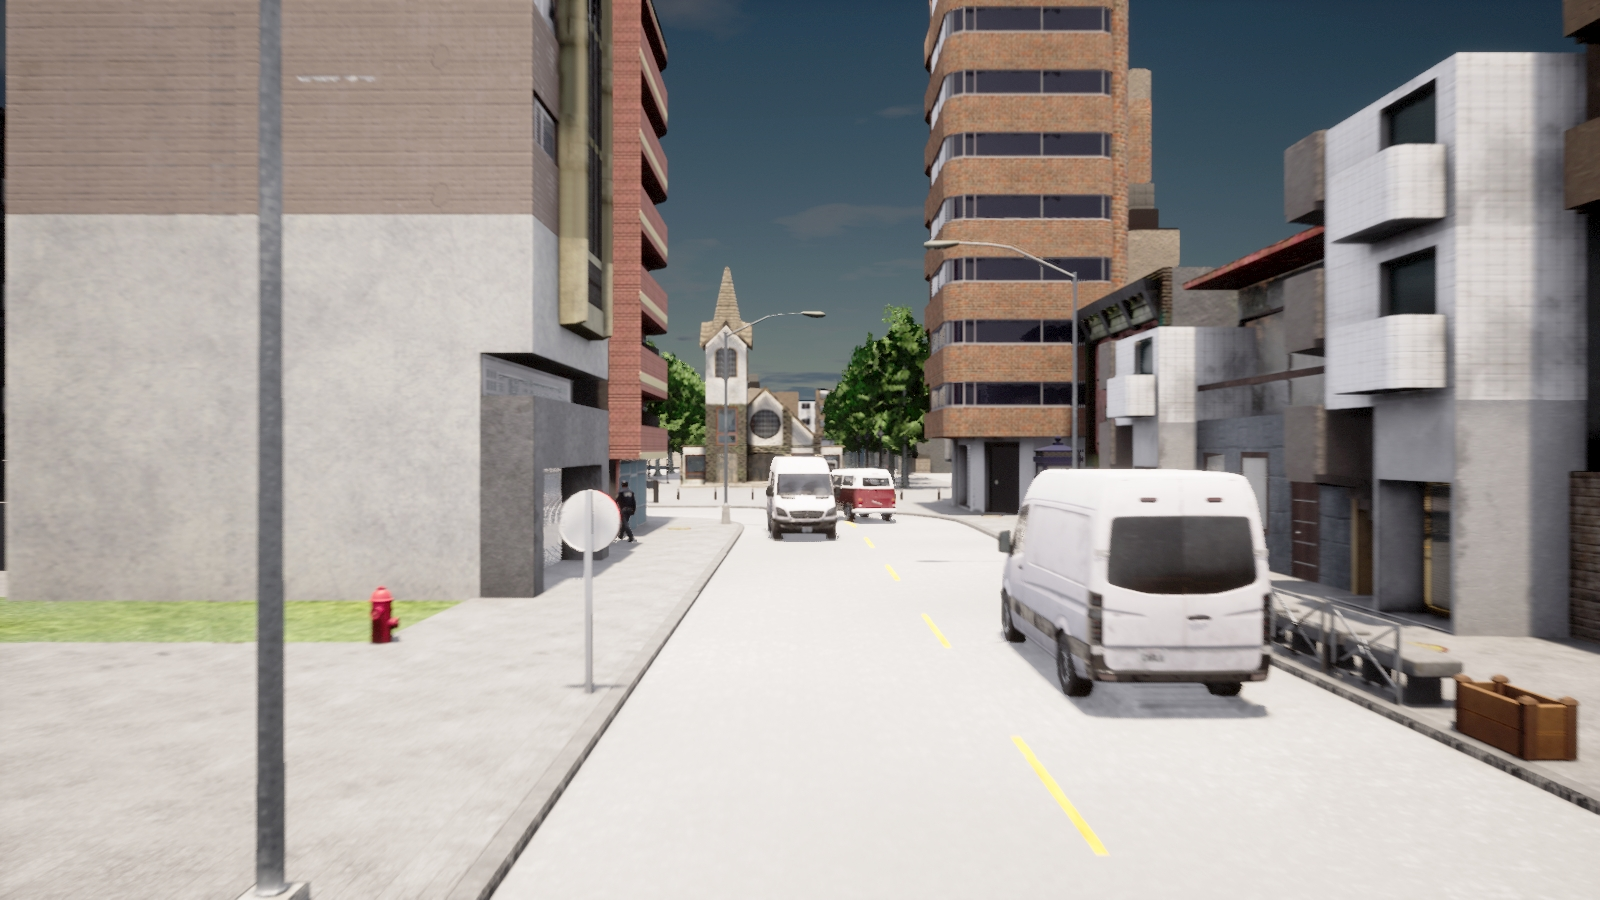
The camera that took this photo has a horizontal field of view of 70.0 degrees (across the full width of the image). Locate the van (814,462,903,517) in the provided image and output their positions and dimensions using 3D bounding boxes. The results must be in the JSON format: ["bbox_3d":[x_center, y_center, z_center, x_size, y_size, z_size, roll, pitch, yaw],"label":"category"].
[{"bbox_3d":[2.261,1.537,45.508,2.069,2.038,4.480,1,0,-18],"label":"van"}]

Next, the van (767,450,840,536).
[{"bbox_3d":[0.024,1.292,37.171,1.988,2.561,5.915,0,0,-4],"label":"van"}]

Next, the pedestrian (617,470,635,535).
[{"bbox_3d":[-5.030,1.504,33.005,0.375,1.860,0.375,0,0,-36],"label":"pedestrian"}]

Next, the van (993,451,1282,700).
[{"bbox_3d":[3.989,1.305,14.771,1.988,2.561,5.915,0,0,0],"label":"van"}]
